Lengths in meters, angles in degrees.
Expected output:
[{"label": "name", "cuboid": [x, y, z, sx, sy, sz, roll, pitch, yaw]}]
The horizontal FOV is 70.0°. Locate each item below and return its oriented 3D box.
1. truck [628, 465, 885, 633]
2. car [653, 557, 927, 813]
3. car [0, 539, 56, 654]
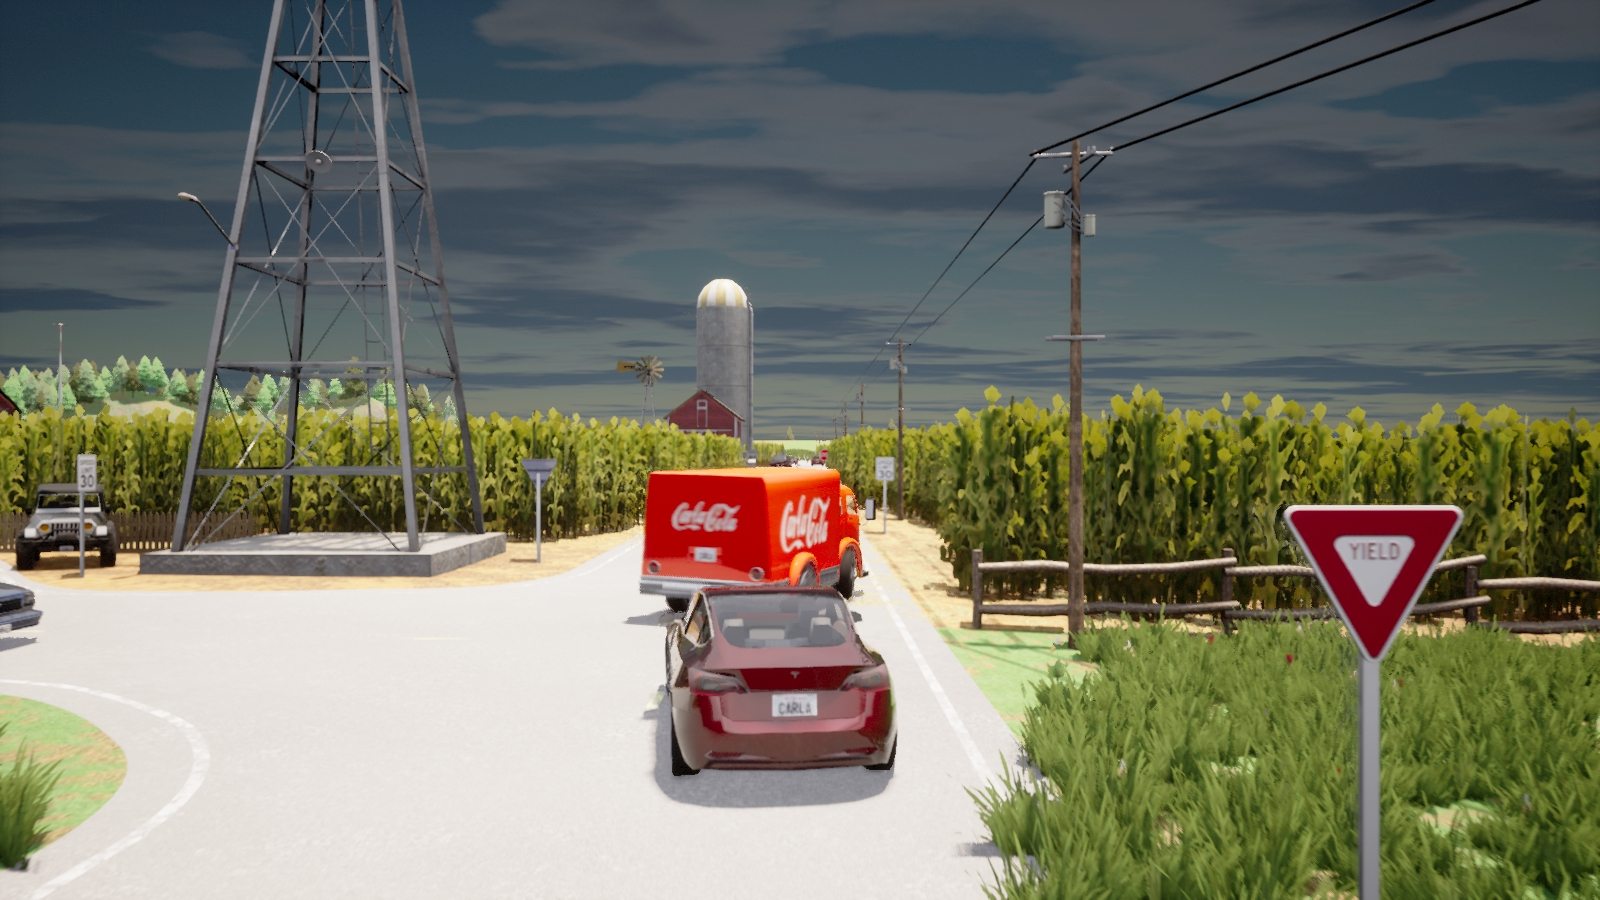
[{"label": "truck", "cuboid": [-0.559, 1.556, 20.451, 2.627, 2.467, 5.204, 1, 0, 22]}, {"label": "car", "cuboid": [-0.360, 2.050, 11.328, 2.163, 1.488, 4.792, 0, 0, -7]}, {"label": "car", "cuboid": [-13.098, 1.958, 15.002, 5.357, 1.411, 2.033, 0, 0, 1]}]
